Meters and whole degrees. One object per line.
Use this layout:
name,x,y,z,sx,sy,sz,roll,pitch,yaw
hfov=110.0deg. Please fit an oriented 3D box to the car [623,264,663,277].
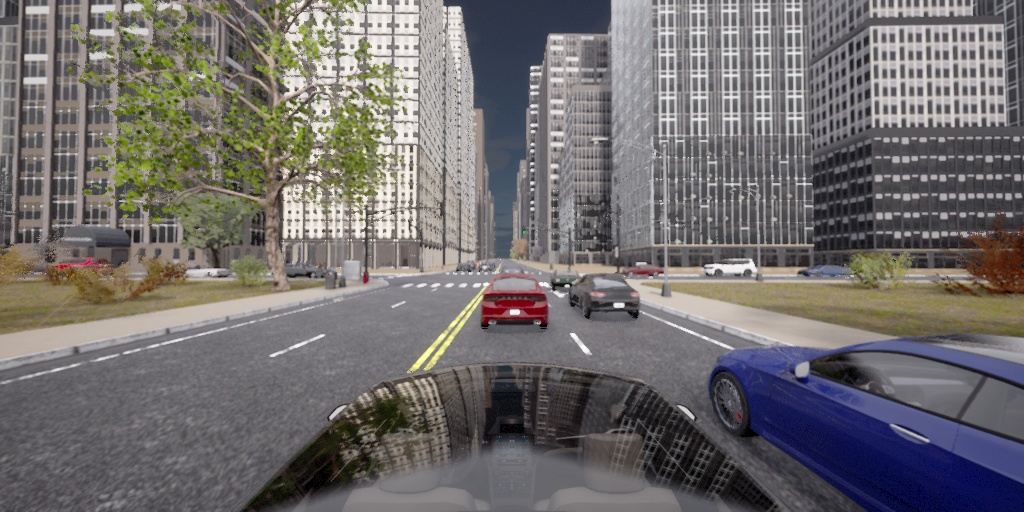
car,15.126,1.688,41.734,4.674,1.442,1.812,0,-1,2

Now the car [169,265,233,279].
car,-28.904,1.499,33.403,4.718,1.301,1.895,0,-1,1

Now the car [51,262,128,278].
car,-39.548,1.487,33.684,4.718,1.301,1.895,0,-1,2

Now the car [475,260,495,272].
car,-4.114,1.664,56.545,2.128,1.511,4.902,0,0,0

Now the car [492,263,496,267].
car,0.012,1.413,22.870,2.128,1.511,4.902,0,0,0

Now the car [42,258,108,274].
car,-48.827,1.245,40.570,5.566,2.045,2.150,0,-1,2

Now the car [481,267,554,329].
car,0.060,1.309,11.710,1.882,1.535,5.008,0,0,0

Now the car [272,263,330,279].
car,-19.414,1.400,33.157,4.902,1.511,2.128,0,-1,2

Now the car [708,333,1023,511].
car,3.340,1.282,2.508,1.812,1.442,4.674,0,0,0

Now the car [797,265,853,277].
car,36.070,1.729,41.244,5.357,1.411,2.033,0,-1,1

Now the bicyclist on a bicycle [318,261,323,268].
bicyclist on a bicycle,-25.347,1.519,47.425,0.582,1.620,1.656,0,-1,1

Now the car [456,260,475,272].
car,-7.341,1.725,55.114,1.994,1.385,4.181,0,0,-1

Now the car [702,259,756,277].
car,25.083,1.392,41.511,5.566,2.045,2.150,0,-1,1

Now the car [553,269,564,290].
car,3.539,1.530,23.837,1.895,1.301,4.718,0,0,5

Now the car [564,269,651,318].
car,3.301,1.370,13.380,1.812,1.442,4.674,0,0,0
